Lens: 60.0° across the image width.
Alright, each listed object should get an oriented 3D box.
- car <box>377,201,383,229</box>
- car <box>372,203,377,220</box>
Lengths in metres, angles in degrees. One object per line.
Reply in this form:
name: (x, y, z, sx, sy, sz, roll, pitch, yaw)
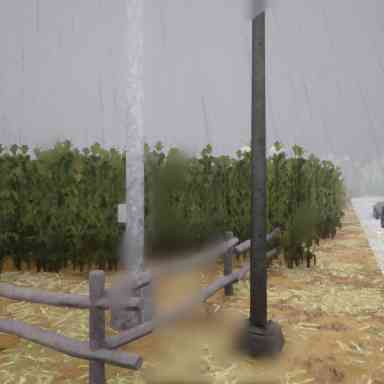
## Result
car: (12.029, 1.223, 18.616, 2.150, 2.045, 5.566, 0, 0, 24)
car: (16.446, 1.505, 28.074, 1.837, 1.490, 4.892, 0, 0, 25)
